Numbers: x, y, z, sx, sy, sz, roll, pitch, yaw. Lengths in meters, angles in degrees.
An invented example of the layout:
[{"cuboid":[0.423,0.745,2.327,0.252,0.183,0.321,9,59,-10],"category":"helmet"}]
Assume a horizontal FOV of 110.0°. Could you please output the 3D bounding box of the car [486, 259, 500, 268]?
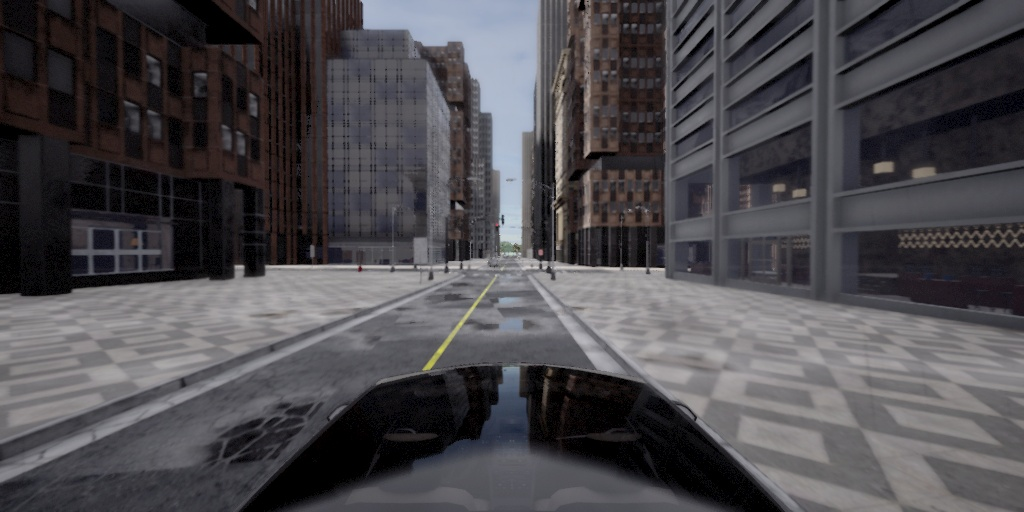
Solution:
[{"cuboid":[-3.007,1.266,57.854,1.837,1.490,4.892,0,2,0],"category":"car"}]
